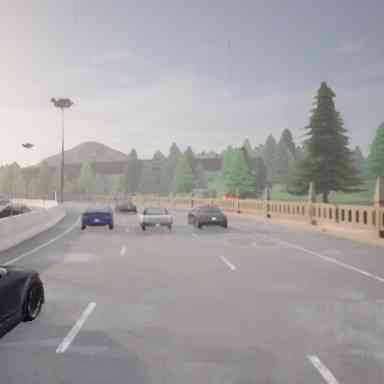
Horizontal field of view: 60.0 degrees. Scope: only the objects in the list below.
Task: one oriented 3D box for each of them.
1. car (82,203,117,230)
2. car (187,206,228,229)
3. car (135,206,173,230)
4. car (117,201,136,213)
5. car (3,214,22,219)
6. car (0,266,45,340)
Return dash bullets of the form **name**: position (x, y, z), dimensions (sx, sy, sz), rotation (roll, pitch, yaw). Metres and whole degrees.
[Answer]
- **car**: position (-6.189, 1.557, 22.212), dimensions (1.882, 1.535, 5.008), rotation (0, 0, -12)
- **car**: position (0.927, 1.613, 22.261), dimensions (1.994, 1.385, 4.181), rotation (0, 0, -12)
- **car**: position (-2.480, 1.663, 21.734), dimensions (1.895, 1.301, 4.718), rotation (0, 0, -12)
- **car**: position (-7.746, 1.688, 38.633), dimensions (1.994, 1.385, 4.181), rotation (0, 0, -22)
- **car**: position (-15.793, 1.738, 29.811), dimensions (1.895, 1.301, 4.718), rotation (0, 0, -19)
- **car**: position (-3.700, 1.591, 4.596), dimensions (1.994, 1.385, 4.181), rotation (0, 0, -3)
